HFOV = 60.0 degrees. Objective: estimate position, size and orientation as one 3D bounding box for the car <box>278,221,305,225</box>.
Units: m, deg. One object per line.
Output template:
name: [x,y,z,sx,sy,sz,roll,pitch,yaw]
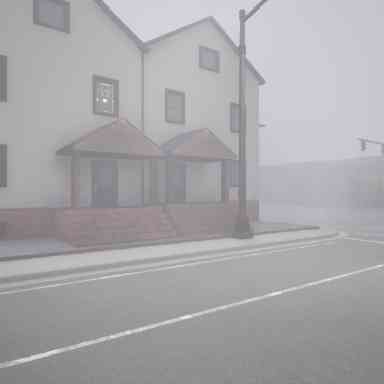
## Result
car: [8.534,3.504,31.366,1.837,1.490,4.892,-1,-12,-36]
